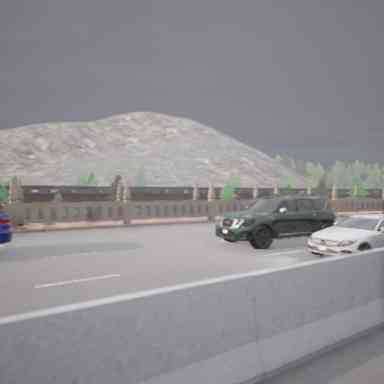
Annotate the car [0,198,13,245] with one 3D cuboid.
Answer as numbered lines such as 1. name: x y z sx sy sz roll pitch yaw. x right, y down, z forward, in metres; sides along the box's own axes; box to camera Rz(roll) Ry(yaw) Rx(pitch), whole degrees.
1. car: -8.786 1.160 10.488 5.566 2.045 2.150 0 0 -36

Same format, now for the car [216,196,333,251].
1. car: 3.729 1.181 14.260 5.566 2.045 2.150 0 0 -28

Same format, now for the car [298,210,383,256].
1. car: 6.154 1.502 11.545 4.674 1.442 1.812 0 0 -28
